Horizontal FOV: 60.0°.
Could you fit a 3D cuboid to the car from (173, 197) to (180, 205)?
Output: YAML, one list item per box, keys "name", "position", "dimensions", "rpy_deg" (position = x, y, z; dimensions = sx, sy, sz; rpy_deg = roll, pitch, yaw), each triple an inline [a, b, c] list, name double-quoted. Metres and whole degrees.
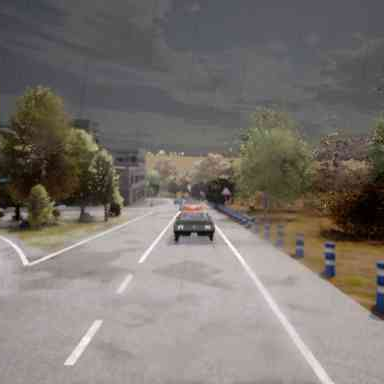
- name: "car"
  position: [-3.266, 2.213, 76.578]
  dimensions: [1.994, 1.385, 4.181]
  rpy_deg: [0, -1, 0]

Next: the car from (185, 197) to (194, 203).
- name: "car"
  position: [-0.647, 2.183, 95.045]
  dimensions: [2.033, 1.411, 5.357]
  rpy_deg: [-1, 1, -7]

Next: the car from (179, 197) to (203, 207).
- name: "car"
  position: [0.092, 1.560, 33.784]
  dimensions: [2.097, 1.767, 4.553]
  rpy_deg: [0, -1, 0]

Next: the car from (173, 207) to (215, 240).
- name: "car"
  position: [0.096, 1.628, 16.995]
  dimensions: [1.895, 1.301, 4.718]
  rpy_deg: [0, -1, 0]

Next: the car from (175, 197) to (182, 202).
- name: "car"
  position: [-3.645, 2.054, 91.967]
  dimensions: [1.812, 1.442, 4.674]
  rpy_deg: [0, 1, -3]

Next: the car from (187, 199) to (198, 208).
- name: "car"
  position: [0.066, 1.988, 59.531]
  dimensions: [1.837, 1.490, 4.892]
  rpy_deg: [0, -1, 0]
